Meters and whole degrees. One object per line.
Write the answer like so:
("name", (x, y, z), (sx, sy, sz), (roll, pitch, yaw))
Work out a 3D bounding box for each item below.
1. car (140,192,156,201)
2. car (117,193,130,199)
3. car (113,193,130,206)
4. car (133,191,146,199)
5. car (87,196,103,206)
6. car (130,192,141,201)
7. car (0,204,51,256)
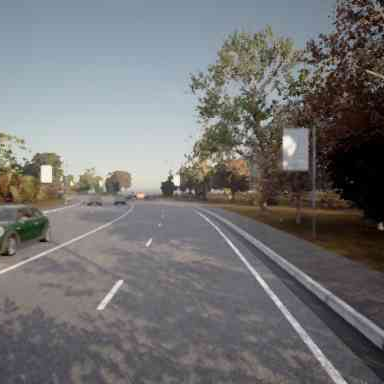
("car", (-8.950, 1.080, 69.815), (1.837, 1.490, 4.892), (0, 0, -20))
("car", (-16.310, 0.916, 79.169), (1.882, 1.535, 5.008), (0, 0, -24))
("car", (-10.394, 1.267, 48.360), (2.033, 1.411, 5.357), (0, 0, -11))
("car", (-12.619, 0.750, 79.448), (2.097, 1.767, 4.553), (0, 0, -24))
("car", (-13.823, 1.265, 47.661), (2.033, 1.411, 5.357), (0, 0, -11))
("car", (-12.595, 1.068, 69.636), (1.837, 1.490, 4.892), (0, 0, -20))
("car", (-7.216, 1.309, 12.778), (2.097, 1.767, 4.553), (0, 0, -1))
